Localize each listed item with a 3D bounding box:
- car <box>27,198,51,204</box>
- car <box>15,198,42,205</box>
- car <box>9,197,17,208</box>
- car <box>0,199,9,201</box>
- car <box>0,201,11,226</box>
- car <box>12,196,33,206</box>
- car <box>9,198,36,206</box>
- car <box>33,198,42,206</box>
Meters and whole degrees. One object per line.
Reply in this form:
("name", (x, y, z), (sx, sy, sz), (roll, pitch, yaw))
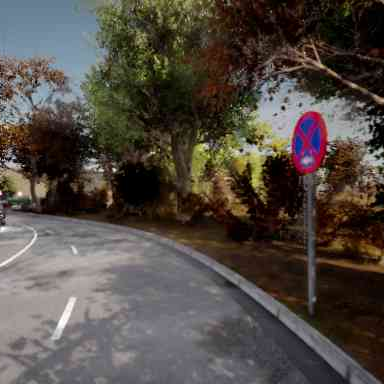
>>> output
("car", (-36.225, 2.114, 78.778), (4.674, 1.452, 2.002), (-1, 0, -3))
("car", (-35.928, 2.059, 73.135), (5.008, 1.535, 2.097), (-1, 0, -3))
("car", (-30.446, 1.986, 53.220), (1.812, 1.442, 4.674), (-1, 0, -3))
("car", (-24.015, 1.846, 40.367), (2.033, 1.411, 5.357), (-1, 0, -36))
("car", (-14.587, 1.619, 23.739), (1.837, 1.490, 4.892), (-1, -1, -38))
("car", (-35.654, 1.789, 67.490), (5.566, 2.045, 2.435), (-1, 0, -3))
("car", (-35.775, 2.090, 70.312), (4.674, 1.452, 2.002), (-1, 0, -3))
("car", (-27.709, 2.070, 63.002), (1.895, 1.301, 4.718), (-1, 0, -3))
